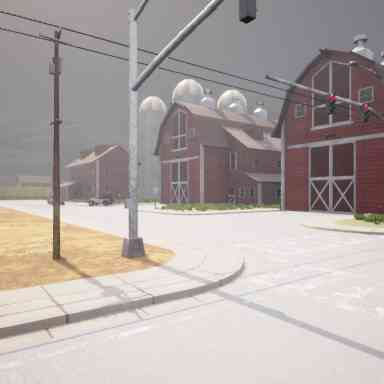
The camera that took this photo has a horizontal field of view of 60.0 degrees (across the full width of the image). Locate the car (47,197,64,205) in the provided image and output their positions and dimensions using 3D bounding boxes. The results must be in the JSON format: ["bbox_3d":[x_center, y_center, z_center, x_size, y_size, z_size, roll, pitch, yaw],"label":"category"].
[{"bbox_3d":[-23.226,1.536,56.610,1.994,1.385,4.181,0,0,-36],"label":"car"}]

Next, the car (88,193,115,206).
[{"bbox_3d":[-13.758,1.118,50.620,3.866,1.878,1.905,-2,5,11],"label":"car"}]
